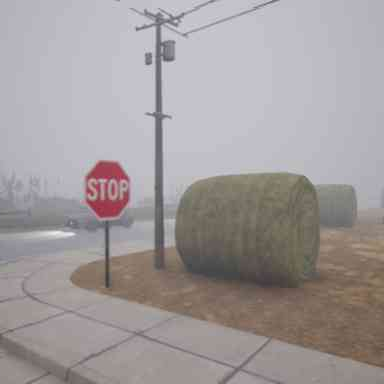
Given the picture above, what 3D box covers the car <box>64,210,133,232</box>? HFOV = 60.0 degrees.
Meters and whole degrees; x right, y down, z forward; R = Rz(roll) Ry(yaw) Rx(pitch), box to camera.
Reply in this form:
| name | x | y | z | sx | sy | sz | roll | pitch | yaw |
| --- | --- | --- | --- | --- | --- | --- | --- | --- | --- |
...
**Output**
| name | x | y | z | sx | sy | sz | roll | pitch | yaw |
| --- | --- | --- | --- | --- | --- | --- | --- | --- | --- |
| car | -5.660 | 1.600 | 20.569 | 1.994 | 1.385 | 4.181 | 0 | 0 | 38 |
